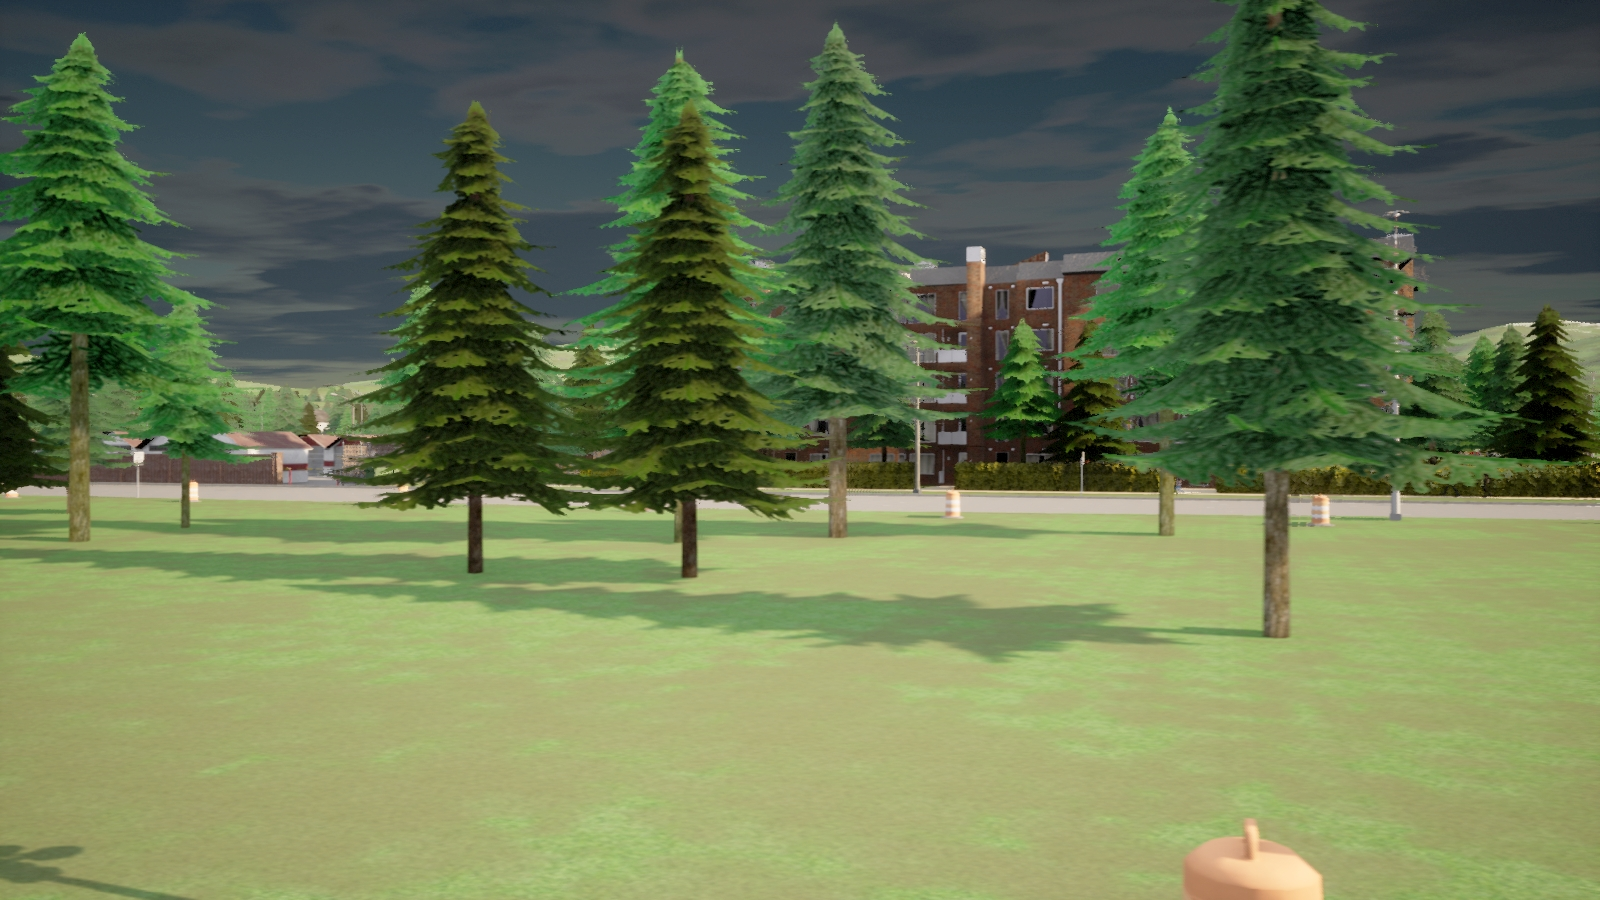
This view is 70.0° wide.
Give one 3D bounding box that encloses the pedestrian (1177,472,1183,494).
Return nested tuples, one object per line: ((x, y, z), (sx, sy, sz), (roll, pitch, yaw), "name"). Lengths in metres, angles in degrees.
((22.792, 1.976, 68.509), (0.375, 1.300, 0.375), (0, 0, 19), "pedestrian")

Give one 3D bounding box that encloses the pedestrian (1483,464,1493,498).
((37.895, 1.696, 62.934), (0.375, 1.860, 0.375), (0, 0, 20), "pedestrian")

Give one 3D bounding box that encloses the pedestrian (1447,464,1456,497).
((36.258, 1.696, 63.570), (0.375, 1.860, 0.375), (0, 0, 23), "pedestrian")
